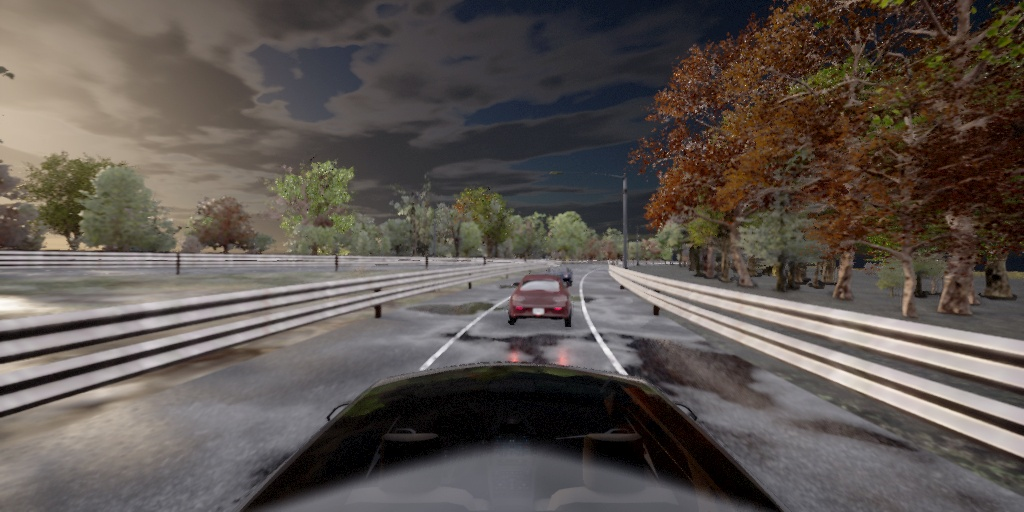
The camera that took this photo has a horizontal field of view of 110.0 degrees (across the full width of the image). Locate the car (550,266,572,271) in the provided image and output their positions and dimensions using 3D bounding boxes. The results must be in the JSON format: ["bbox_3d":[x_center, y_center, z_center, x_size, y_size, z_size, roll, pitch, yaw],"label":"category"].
[{"bbox_3d":[3.637,1.445,27.394,1.895,1.301,4.718,0,0,12],"label":"car"}]

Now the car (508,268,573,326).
[{"bbox_3d":[0.988,1.311,11.847,1.812,1.442,4.674,0,0,7],"label":"car"}]
